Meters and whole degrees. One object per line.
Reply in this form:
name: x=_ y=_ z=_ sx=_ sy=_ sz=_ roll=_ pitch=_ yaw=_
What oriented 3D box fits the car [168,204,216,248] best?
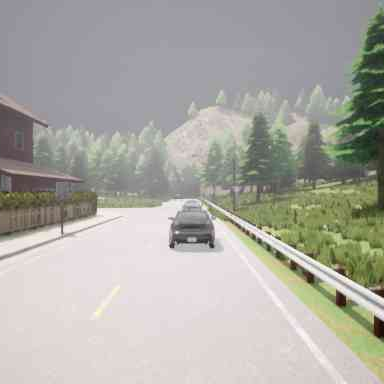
car: x=0.000 y=1.513 z=14.650 sx=1.837 sy=1.490 sz=4.892 roll=0 pitch=0 yaw=0

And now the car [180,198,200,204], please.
car: x=0.000 y=1.530 z=29.650 sx=1.812 sy=1.442 sz=4.674 roll=0 pitch=0 yaw=0

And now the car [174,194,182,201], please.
car: x=-3.500 y=1.367 z=84.420 sx=1.882 sy=1.535 sz=5.008 roll=0 pitch=0 yaw=0
